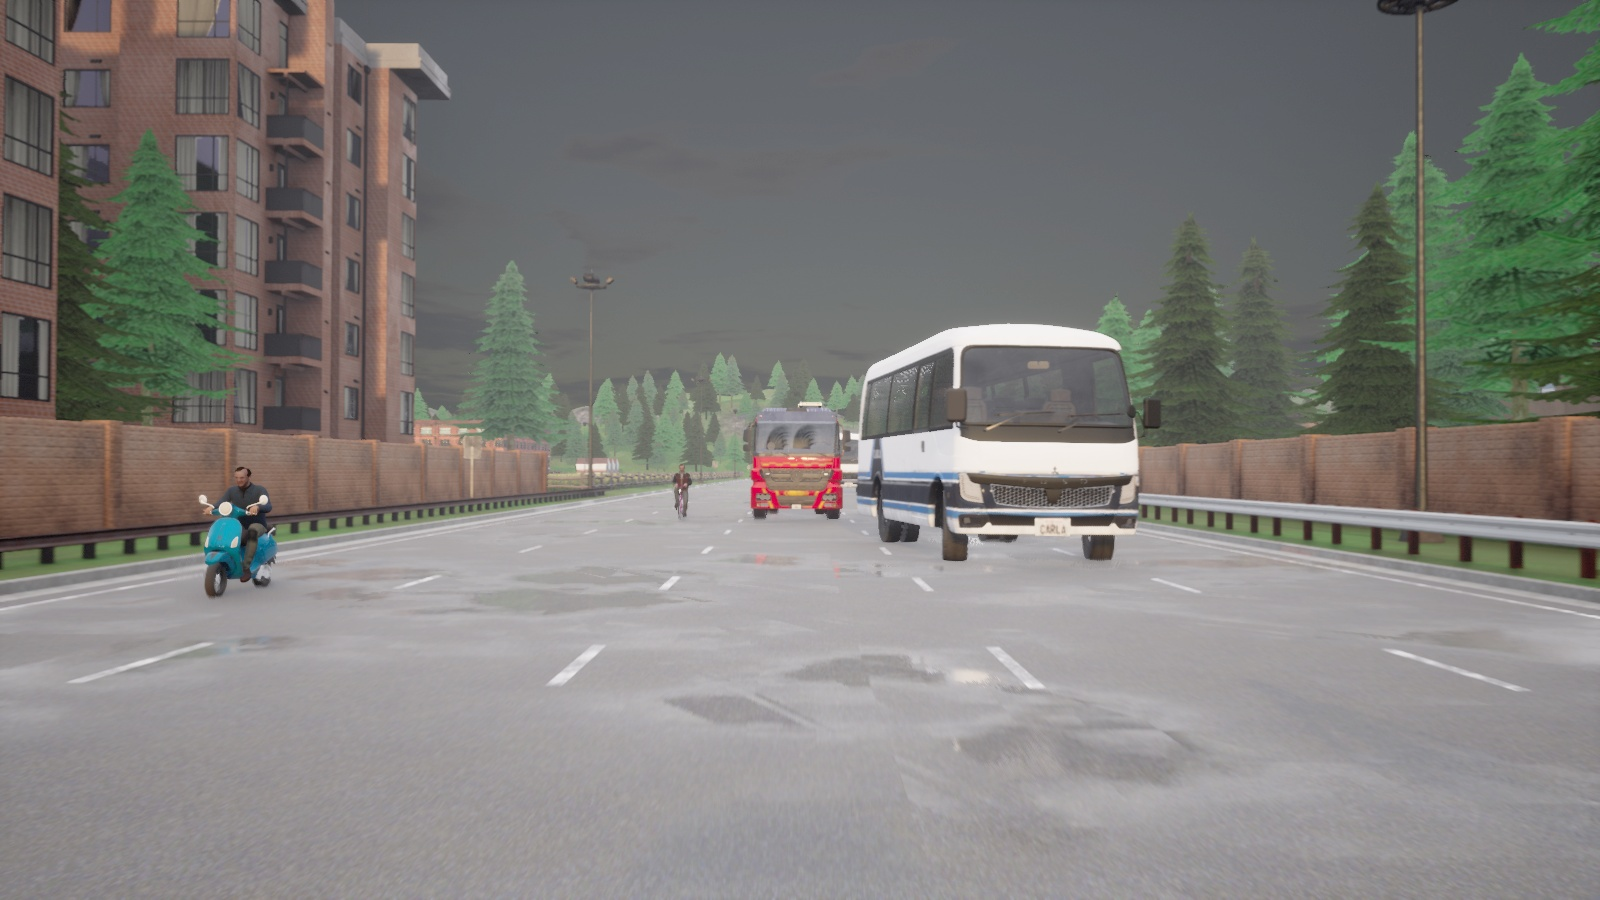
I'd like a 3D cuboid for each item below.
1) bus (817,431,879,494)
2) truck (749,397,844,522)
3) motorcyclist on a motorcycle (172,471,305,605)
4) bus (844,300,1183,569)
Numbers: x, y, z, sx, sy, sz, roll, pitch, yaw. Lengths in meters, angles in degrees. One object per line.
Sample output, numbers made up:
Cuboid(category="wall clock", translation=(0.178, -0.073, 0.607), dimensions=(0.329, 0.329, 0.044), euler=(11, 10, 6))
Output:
Cuboid(category="bus", translation=(3.277, 0.921, 89.396), dimensions=(3.944, 4.253, 10.273), euler=(0, -1, 0))
Cuboid(category="truck", translation=(-0.109, 0.366, 42.756), dimensions=(2.891, 3.827, 8.468), euler=(0, -1, 0))
Cuboid(category="motorcyclist on a motorcycle", translation=(-7.039, 1.061, 15.844), dimensions=(0.866, 1.590, 1.817), euler=(0, -1, 0))
Cuboid(category="bus", translation=(3.624, -0.155, 25.184), dimensions=(3.944, 4.253, 10.273), euler=(0, -1, -7))
